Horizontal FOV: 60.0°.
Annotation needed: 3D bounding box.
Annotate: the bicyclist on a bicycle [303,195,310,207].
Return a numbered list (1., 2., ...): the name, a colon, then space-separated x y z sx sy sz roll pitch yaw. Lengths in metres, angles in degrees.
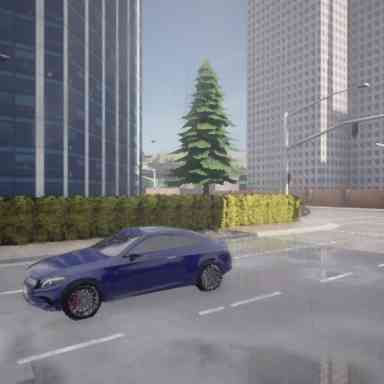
1. bicyclist on a bicycle: 16.291 1.300 47.377 1.656 1.620 0.582 0 0 -35

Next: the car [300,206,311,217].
1. car: 8.894 1.563 31.011 1.994 1.385 4.181 0 0 -35

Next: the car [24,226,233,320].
1. car: -1.149 1.525 7.444 4.674 1.442 1.812 0 0 -35
